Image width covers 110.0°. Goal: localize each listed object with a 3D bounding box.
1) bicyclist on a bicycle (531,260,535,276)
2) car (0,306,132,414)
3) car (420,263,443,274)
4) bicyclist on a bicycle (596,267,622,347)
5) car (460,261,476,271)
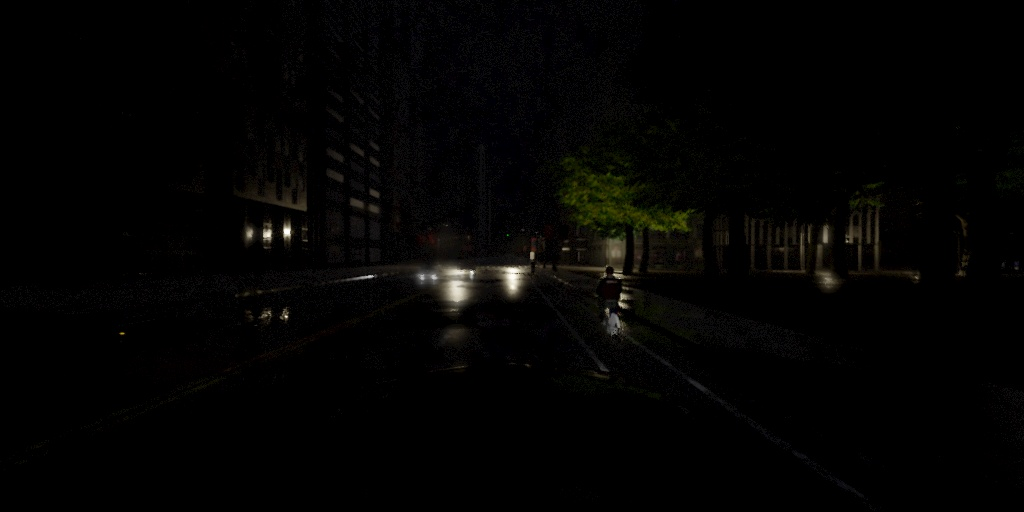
[{"bbox_3d":[2.254,1.287,38.191,0.582,1.620,1.656,0,-1,0],"label":"bicyclist on a bicycle"},{"bbox_3d":[-6.602,1.279,3.437,1.812,1.442,4.674,0,0,0],"label":"car"},{"bbox_3d":[-9.831,1.457,43.828,1.895,1.301,4.718,0,0,0],"label":"car"},{"bbox_3d":[2.250,1.131,8.467,0.659,1.776,1.843,0,0,0],"label":"bicyclist on a bicycle"},{"bbox_3d":[-6.515,1.420,53.398,1.812,1.442,4.674,0,0,0],"label":"car"}]
